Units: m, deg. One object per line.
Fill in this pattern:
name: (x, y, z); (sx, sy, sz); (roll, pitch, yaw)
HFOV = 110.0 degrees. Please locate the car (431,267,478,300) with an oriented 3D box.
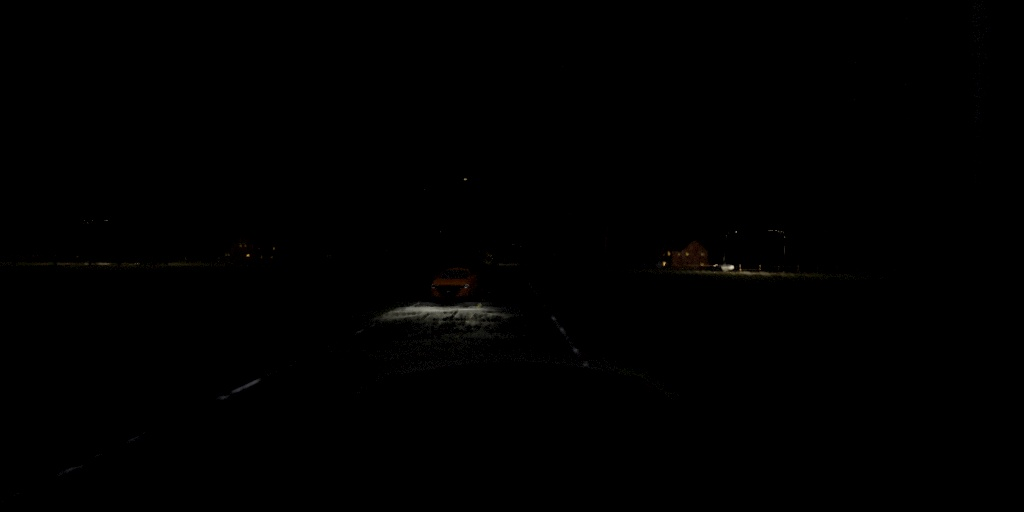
car: (-2.848, 1.336, 18.552); (1.882, 1.535, 5.008); (0, 0, 0)
